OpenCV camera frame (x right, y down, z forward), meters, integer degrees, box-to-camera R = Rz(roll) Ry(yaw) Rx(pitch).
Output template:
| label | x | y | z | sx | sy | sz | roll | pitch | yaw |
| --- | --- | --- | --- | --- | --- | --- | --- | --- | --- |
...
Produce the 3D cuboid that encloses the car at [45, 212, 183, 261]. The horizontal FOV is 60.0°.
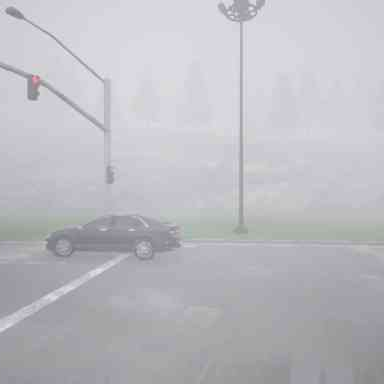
| label | x | y | z | sx | sy | sz | roll | pitch | yaw |
| --- | --- | --- | --- | --- | --- | --- | --- | --- | --- |
| car | -2.759 | 1.501 | 11.903 | 4.892 | 1.490 | 1.837 | 0 | -2 | 10 |
